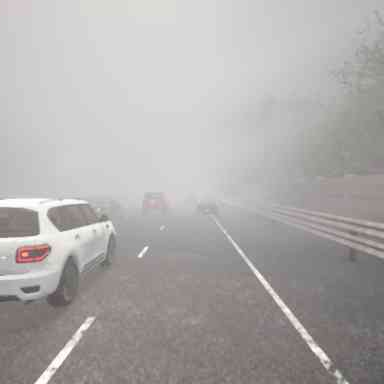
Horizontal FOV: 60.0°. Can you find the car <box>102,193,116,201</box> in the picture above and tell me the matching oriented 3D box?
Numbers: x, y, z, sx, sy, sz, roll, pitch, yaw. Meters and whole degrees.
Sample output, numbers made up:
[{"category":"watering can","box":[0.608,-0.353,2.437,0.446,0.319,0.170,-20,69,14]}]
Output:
[{"category":"car","box":[-17.521,1.036,70.548,1.837,1.490,4.892,0,0,0]}]

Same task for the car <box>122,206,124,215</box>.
[{"category":"car","box":[-6.913,1.350,27.168,2.033,1.411,5.357,0,0,0]}]

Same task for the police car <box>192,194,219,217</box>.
[{"category":"police car","box":[1.216,1.221,28.495,1.930,1.638,5.238,0,0,0]}]

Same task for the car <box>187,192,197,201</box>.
[{"category":"car","box":[-0.020,0.917,67.725,2.097,1.767,4.553,0,0,0]}]

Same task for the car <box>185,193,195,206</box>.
[{"category":"car","box":[-0.011,1.220,48.402,2.033,1.411,5.357,0,0,0]}]

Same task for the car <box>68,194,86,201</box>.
[{"category":"car","box":[-24.521,1.072,70.962,2.033,1.411,5.357,0,0,0]}]

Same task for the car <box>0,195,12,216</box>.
[{"category":"car","box":[-17.604,1.147,28.361,2.097,1.767,4.553,0,0,0]}]

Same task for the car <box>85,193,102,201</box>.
[{"category":"car","box":[-21.021,1.058,70.963,2.128,1.511,4.902,0,0,0]}]

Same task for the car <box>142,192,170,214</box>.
[{"category":"car","box":[-3.413,0.996,31.818,2.150,2.045,5.566,0,0,0]}]

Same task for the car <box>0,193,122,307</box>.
[{"category":"car","box":[-3.407,1.159,7.951,2.150,2.045,5.566,0,0,0]}]
